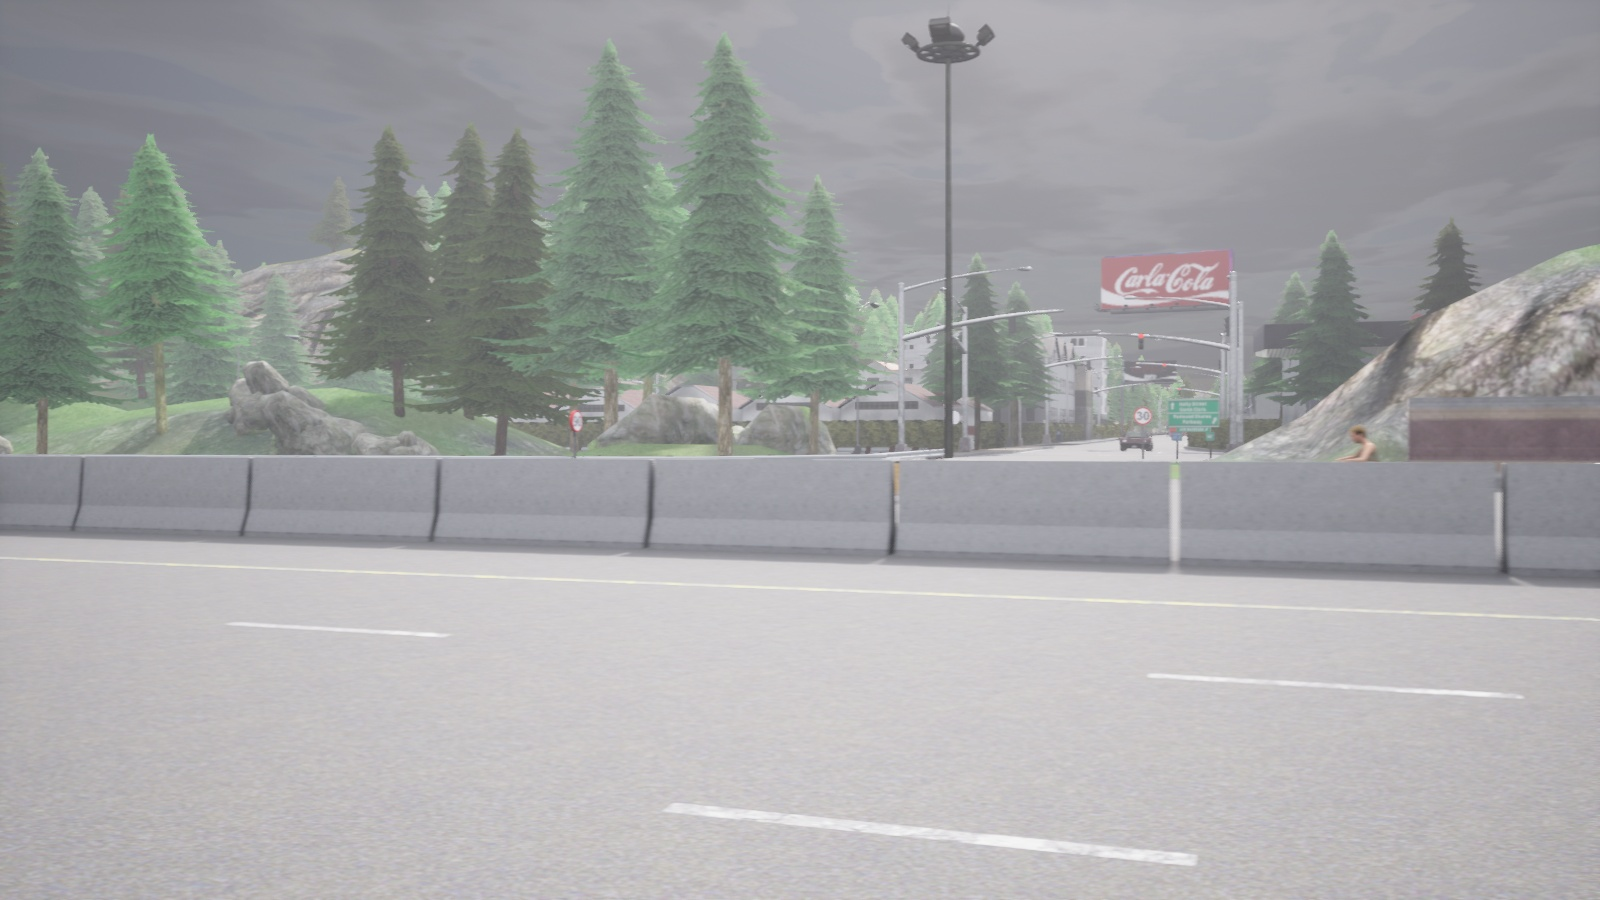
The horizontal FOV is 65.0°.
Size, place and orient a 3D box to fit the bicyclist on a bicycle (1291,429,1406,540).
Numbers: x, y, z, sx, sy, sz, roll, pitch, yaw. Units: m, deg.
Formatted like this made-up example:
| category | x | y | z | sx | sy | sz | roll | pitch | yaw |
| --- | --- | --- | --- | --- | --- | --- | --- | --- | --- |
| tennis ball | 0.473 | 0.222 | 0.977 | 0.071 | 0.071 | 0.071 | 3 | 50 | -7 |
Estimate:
| category | x | y | z | sx | sy | sz | roll | pitch | yaw |
| --- | --- | --- | --- | --- | --- | --- | --- | --- | --- |
| bicyclist on a bicycle | 8.222 | 0.491 | 18.894 | 1.509 | 1.612 | 0.866 | 1 | 1 | 18 |

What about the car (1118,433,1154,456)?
| category | x | y | z | sx | sy | sz | roll | pitch | yaw |
| --- | --- | --- | --- | --- | --- | --- | --- | --- | --- |
| car | 21.279 | -0.378 | 79.508 | 1.895 | 1.301 | 4.718 | 2 | 1 | 18 |
